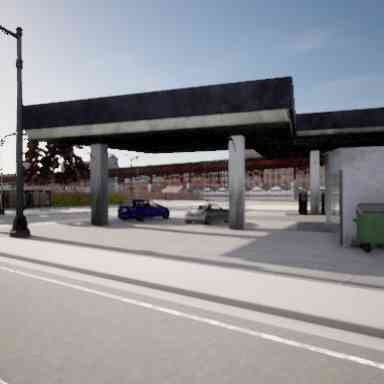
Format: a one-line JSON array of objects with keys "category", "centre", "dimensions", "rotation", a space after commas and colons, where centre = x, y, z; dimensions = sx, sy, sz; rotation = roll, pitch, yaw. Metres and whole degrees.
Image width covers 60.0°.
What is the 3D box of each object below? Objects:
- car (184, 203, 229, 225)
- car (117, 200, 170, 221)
[{"category": "car", "centre": [1.212, 1.555, 24.432], "dimensions": [1.970, 1.475, 3.806], "rotation": [-1, 0, 37]}, {"category": "car", "centre": [-3.863, 1.438, 27.232], "dimensions": [2.242, 1.667, 4.611], "rotation": [-1, 0, 37]}]
